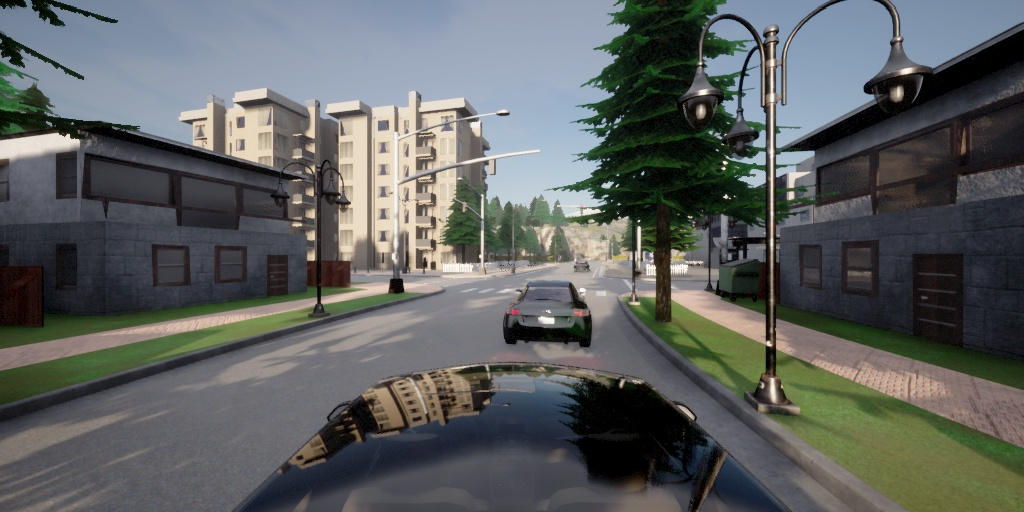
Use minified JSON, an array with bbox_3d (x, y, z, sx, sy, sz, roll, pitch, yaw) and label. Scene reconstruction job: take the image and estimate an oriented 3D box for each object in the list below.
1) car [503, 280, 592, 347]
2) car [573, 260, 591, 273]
[{"bbox_3d":[1.005,1.314,9.431,1.994,1.385,4.181,0,0,8],"label":"car"},{"bbox_3d":[8.778,1.276,44.965,2.128,1.511,4.902,0,0,14],"label":"car"}]
